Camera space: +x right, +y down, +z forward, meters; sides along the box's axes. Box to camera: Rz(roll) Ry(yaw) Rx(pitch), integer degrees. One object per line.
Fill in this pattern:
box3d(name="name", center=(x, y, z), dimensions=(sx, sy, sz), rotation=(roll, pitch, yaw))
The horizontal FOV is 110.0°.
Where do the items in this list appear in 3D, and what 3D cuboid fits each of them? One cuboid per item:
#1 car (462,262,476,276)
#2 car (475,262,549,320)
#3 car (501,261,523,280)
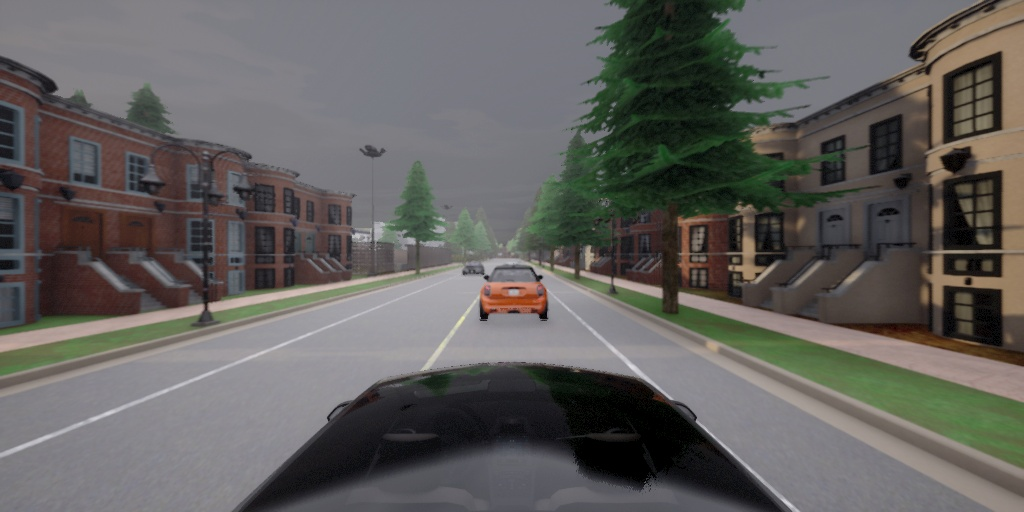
box3d(name="car", center=(-3.707, 1.253, 35.256), dimensions=(1.994, 1.385, 4.181), rotation=(0, 0, 0))
box3d(name="car", center=(0.054, 1.079, 12.635), dimensions=(2.097, 1.767, 4.553), rotation=(0, 0, 0))
box3d(name="car", center=(-0.003, 1.215, 30.811), dimensions=(1.812, 1.442, 4.674), rotation=(0, 0, 0))
